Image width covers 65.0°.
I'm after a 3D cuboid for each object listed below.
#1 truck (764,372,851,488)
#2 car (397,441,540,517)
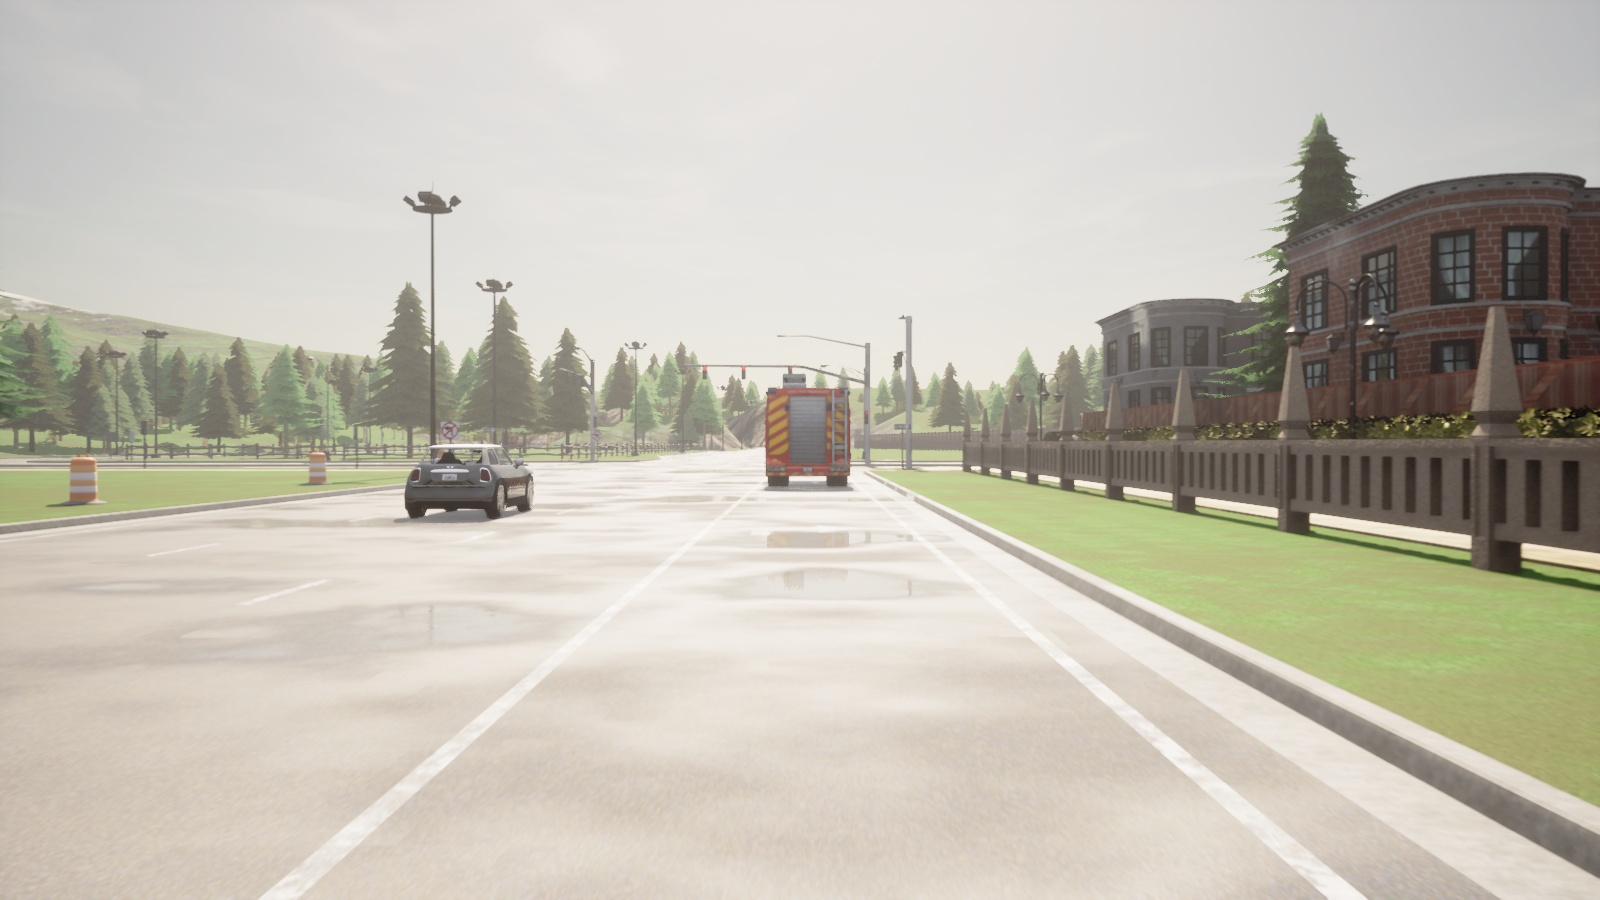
[{"bbox_3d":[0.276,-0.676,45.727,2.891,3.827,8.468,0,0,0],"label":"truck"},{"bbox_3d":[-6.835,0.558,26.321,1.970,1.475,3.806,0,0,0],"label":"car"}]
